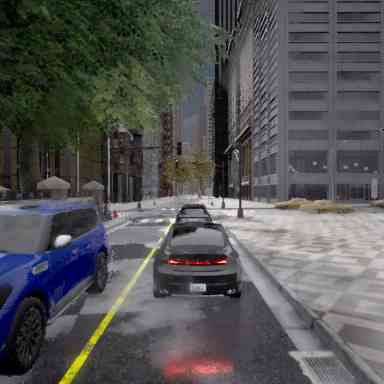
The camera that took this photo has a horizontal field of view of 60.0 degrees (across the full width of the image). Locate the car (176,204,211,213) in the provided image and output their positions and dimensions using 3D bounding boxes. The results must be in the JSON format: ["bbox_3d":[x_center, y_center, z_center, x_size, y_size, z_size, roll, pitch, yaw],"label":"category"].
[{"bbox_3d":[0.098,1.441,18.651,2.033,1.649,4.856,0,0,1],"label":"car"}]

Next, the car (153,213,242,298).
[{"bbox_3d":[0.113,1.508,8.521,1.837,1.490,4.892,0,0,0],"label":"car"}]

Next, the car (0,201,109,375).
[{"bbox_3d":[-3.083,1.224,5.947,2.150,2.045,5.566,0,0,0],"label":"car"}]

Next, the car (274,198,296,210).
[{"bbox_3d":[12.104,1.330,39.106,4.829,1.417,1.752,-1,1,0],"label":"car"}]

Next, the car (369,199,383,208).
[{"bbox_3d":[23.445,1.145,39.043,4.829,1.417,1.752,-1,1,0],"label":"car"}]

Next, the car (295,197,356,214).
[{"bbox_3d":[12.407,1.342,30.579,4.829,1.417,1.752,-1,1,0],"label":"car"}]
